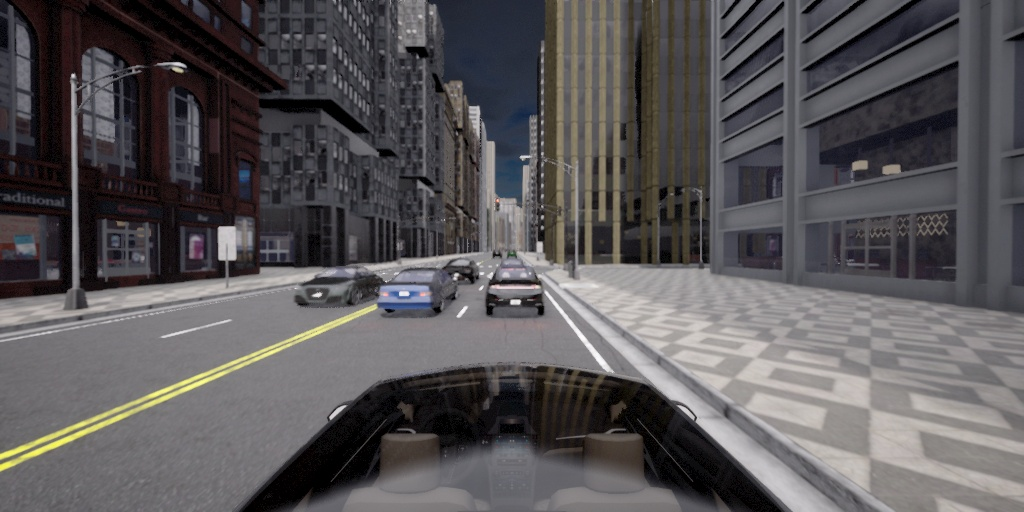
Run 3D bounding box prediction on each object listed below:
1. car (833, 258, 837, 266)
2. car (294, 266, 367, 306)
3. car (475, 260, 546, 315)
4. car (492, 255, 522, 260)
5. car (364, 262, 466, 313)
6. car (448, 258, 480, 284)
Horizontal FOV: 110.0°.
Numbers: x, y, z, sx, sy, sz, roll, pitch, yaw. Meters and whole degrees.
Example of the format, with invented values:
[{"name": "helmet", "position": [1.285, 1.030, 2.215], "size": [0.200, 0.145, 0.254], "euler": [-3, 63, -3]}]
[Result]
[{"name": "car", "position": [32.117, 0.519, 38.380], "size": [4.181, 1.385, 1.994], "euler": [0, 1, 0]}, {"name": "car", "position": [-6.587, 1.105, 14.131], "size": [1.994, 1.385, 4.181], "euler": [0, 1, 0]}, {"name": "car", "position": [0.100, 1.059, 12.564], "size": [2.128, 1.511, 4.902], "euler": [0, 1, 0]}, {"name": "car", "position": [0.003, 0.892, 21.992], "size": [2.128, 1.511, 4.902], "euler": [0, 1, 0]}, {"name": "car", "position": [-3.149, 1.108, 12.978], "size": [2.033, 1.411, 5.357], "euler": [0, 1, 0]}, {"name": "car", "position": [-3.145, 0.865, 22.744], "size": [1.882, 1.535, 5.008], "euler": [0, 1, 0]}]
